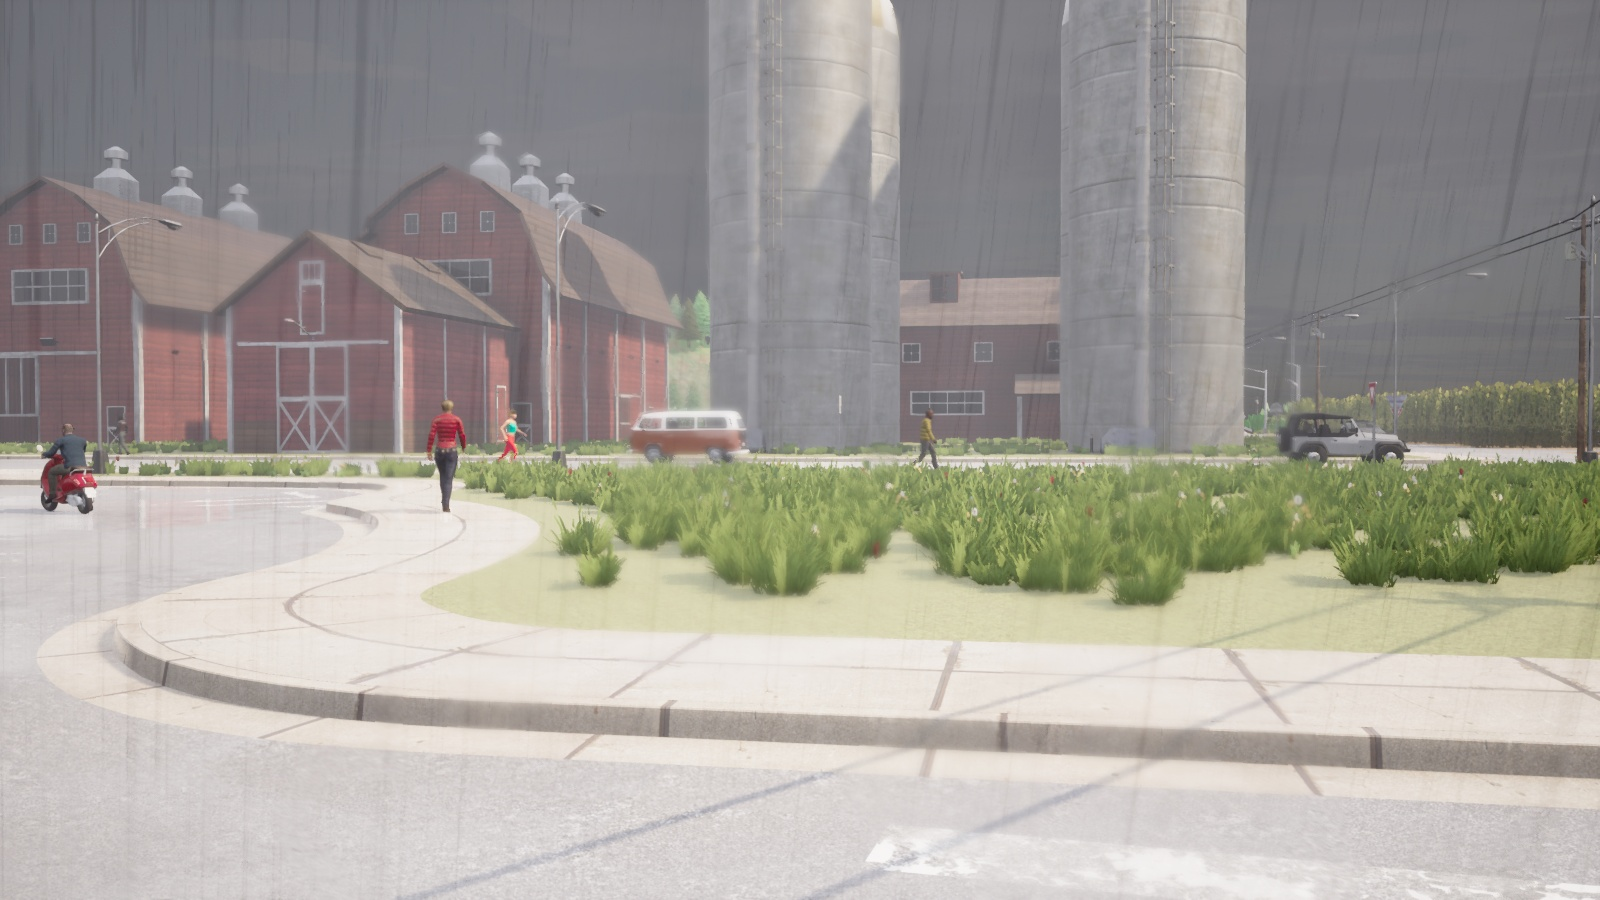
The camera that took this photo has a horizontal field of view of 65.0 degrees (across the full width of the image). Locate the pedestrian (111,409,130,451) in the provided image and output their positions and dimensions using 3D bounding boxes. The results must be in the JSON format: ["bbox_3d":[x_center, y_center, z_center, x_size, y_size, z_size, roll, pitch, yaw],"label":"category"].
[{"bbox_3d":[-31.310,-0.936,57.889,0.666,1.930,0.402,0,1,8],"label":"pedestrian"}]

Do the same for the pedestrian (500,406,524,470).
[{"bbox_3d":[-8.382,-0.352,36.602,0.594,1.836,0.345,0,1,7],"label":"pedestrian"}]

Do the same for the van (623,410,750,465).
[{"bbox_3d":[-4.355,-0.516,48.353,4.480,2.038,2.069,1,1,10],"label":"van"}]

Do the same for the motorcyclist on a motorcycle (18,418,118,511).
[{"bbox_3d":[-13.023,0.229,22.324,1.817,1.590,0.866,1,2,36],"label":"motorcyclist on a motorcycle"}]

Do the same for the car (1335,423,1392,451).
[{"bbox_3d":[35.403,-0.843,79.074,2.242,1.667,4.611,1,1,11],"label":"car"}]

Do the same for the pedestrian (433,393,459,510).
[{"bbox_3d":[-5.668,0.018,20.128,0.331,1.846,0.636,0,1,-9],"label":"pedestrian"}]

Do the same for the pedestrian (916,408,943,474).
[{"bbox_3d":[3.585,-0.249,34.829,0.726,1.835,0.370,0,1,3],"label":"pedestrian"}]

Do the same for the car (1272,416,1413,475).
[{"bbox_3d":[17.674,-0.167,41.059,3.866,1.878,1.905,0,1,10],"label":"car"}]
